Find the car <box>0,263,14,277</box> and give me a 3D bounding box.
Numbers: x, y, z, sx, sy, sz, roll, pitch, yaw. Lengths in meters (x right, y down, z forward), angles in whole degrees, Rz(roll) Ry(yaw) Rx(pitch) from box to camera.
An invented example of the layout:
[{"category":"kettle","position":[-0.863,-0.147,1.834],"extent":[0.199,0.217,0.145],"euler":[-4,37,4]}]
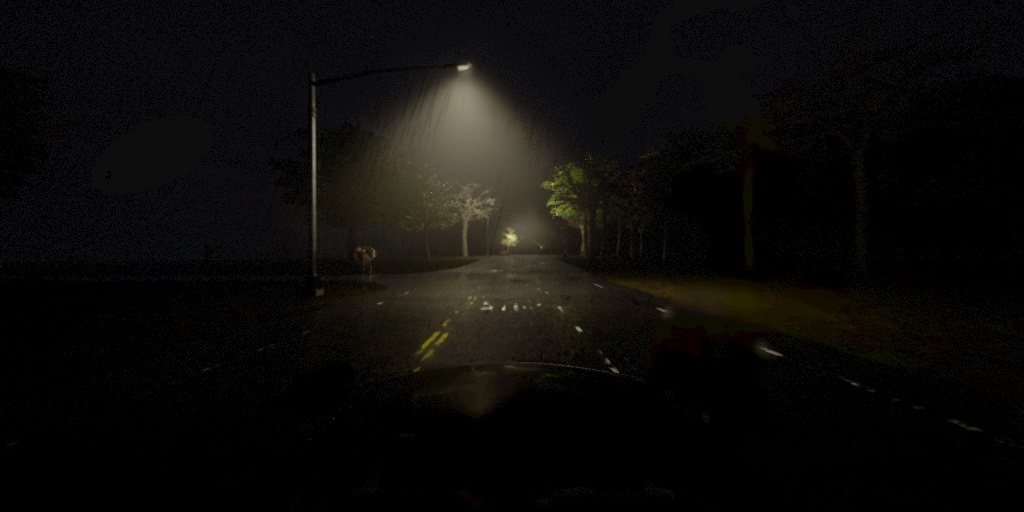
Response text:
[{"category":"car","position":[-49.525,1.205,33.325],"extent":[4.902,1.511,2.128],"euler":[0,0,2]}]
